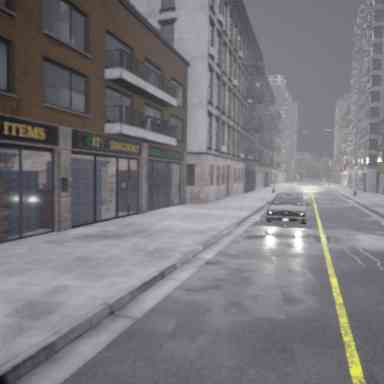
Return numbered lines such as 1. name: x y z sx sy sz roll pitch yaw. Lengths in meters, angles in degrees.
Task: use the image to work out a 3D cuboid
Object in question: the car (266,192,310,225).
1. car: 5.061 0.742 17.360 2.033 1.411 5.357 2 3 19
